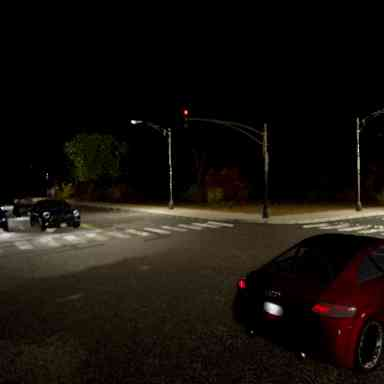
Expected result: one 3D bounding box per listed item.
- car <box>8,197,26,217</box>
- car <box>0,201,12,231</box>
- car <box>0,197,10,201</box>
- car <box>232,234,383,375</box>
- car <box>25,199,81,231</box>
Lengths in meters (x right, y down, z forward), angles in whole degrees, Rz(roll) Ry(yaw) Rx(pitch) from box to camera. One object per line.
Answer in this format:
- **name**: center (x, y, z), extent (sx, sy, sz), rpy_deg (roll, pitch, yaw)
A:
- **car**: center (-15.124, 1.409, 30.268), extent (2.033, 1.411, 5.357), rpy_deg (-2, 1, -33)
- **car**: center (-11.973, 1.501, 19.531), extent (1.812, 1.442, 4.674), rpy_deg (-2, 1, -33)
- **car**: center (-26.998, 1.446, 48.542), extent (1.895, 1.301, 4.718), rpy_deg (-2, 1, -33)
- **car**: center (2.653, 1.395, 5.425), extent (4.181, 1.385, 1.994), rpy_deg (-2, 1, -36)
- **car**: center (-8.261, 1.218, 19.894), extent (2.097, 1.767, 4.553), rpy_deg (-2, 1, -35)
